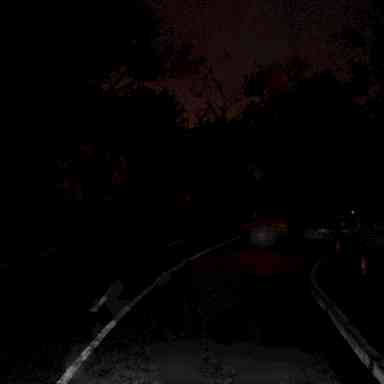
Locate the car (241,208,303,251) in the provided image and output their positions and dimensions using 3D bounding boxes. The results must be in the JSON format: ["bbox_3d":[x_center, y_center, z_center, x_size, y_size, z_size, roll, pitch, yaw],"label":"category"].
[{"bbox_3d":[3.509,1.400,13.995,1.882,1.535,5.008,0,0,24],"label":"car"}]

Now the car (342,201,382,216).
[{"bbox_3d":[15.772,1.470,30.651,4.718,1.301,1.895,0,0,-41],"label":"car"}]
